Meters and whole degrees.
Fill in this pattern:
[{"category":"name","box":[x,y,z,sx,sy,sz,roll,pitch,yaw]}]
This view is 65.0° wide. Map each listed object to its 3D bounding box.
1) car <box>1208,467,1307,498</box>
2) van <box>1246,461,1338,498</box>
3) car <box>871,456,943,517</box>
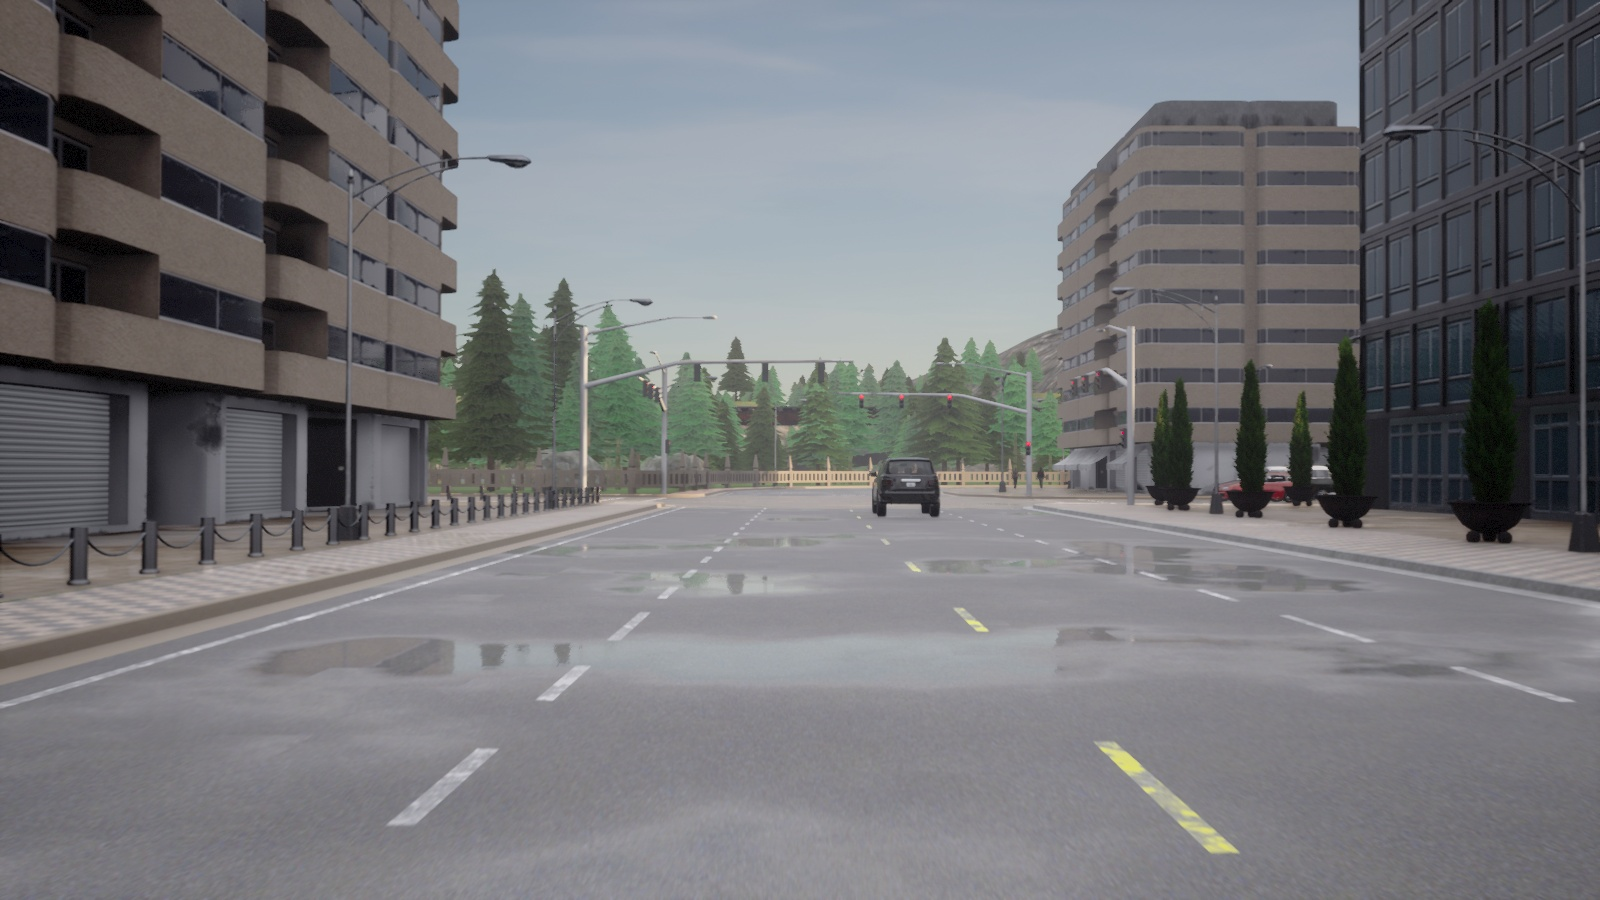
[{"category":"car","box":[25.062,1.769,68.921,4.611,1.667,2.242,0,-1,0]},{"category":"van","box":[28.359,1.693,72.420,4.480,2.038,2.069,0,-1,0]},{"category":"car","box":[3.774,1.274,45.133,2.150,2.045,5.566,0,-1,1]}]
